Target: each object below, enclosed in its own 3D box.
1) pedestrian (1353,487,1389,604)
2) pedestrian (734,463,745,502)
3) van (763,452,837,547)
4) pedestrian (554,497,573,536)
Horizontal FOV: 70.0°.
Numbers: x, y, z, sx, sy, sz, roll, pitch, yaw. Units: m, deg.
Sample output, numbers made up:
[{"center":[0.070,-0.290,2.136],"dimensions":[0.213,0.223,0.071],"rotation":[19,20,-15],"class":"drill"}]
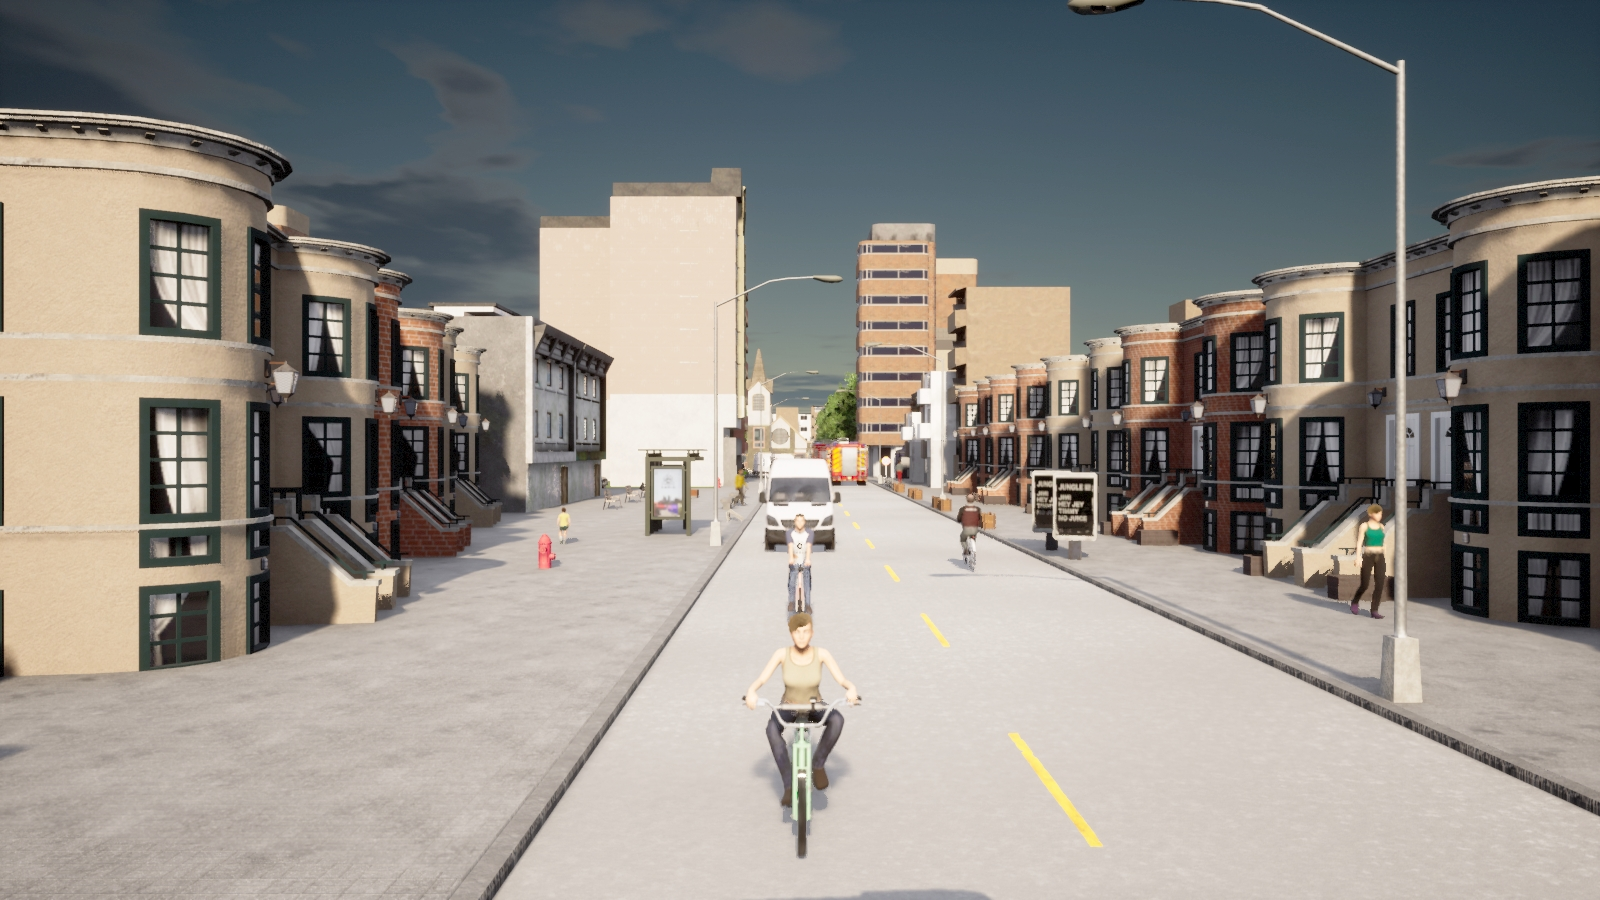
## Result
[{"center":[9.191,1.531,18.404],"dimensions":[0.375,1.860,0.375],"rotation":[0,0,-4],"class":"pedestrian"},{"center":[-2.890,1.545,54.626],"dimensions":[0.375,1.860,0.375],"rotation":[0,0,43],"class":"pedestrian"},{"center":[0.004,1.328,33.509],"dimensions":[1.988,2.561,5.915],"rotation":[0,0,0],"class":"van"},{"center":[-6.836,1.922,33.001],"dimensions":[0.500,1.100,0.500],"rotation":[0,0,-17],"class":"pedestrian"}]
